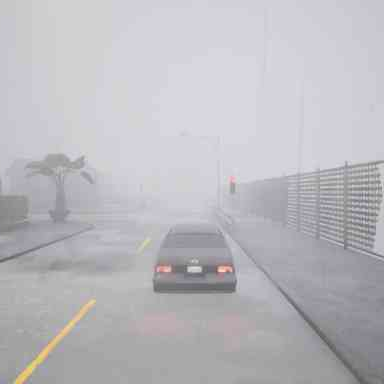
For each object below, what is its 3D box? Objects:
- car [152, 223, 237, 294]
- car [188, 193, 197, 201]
[{"bbox_3d":[0.073,1.547,8.955,2.033,1.411,5.357,0,0,1],"label":"car"},{"bbox_3d":[0.090,1.225,87.059,2.150,2.045,5.566,0,0,0],"label":"car"}]
